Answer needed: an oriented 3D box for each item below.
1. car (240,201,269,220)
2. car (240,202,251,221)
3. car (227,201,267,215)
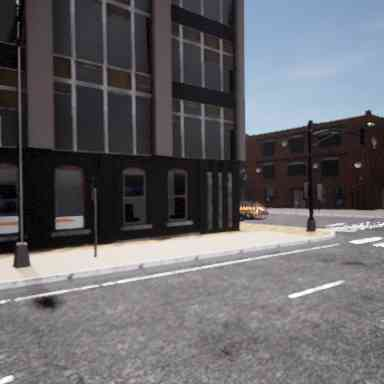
[{"bbox_3d":[4.932,1.599,30.902,2.097,1.767,4.553,-1,0,-37],"label":"car"},{"bbox_3d":[2.719,1.852,29.308,1.947,1.339,4.313,-2,0,-37],"label":"car"},{"bbox_3d":[6.338,1.801,38.904,2.008,1.369,4.403,-2,0,-37],"label":"car"}]
